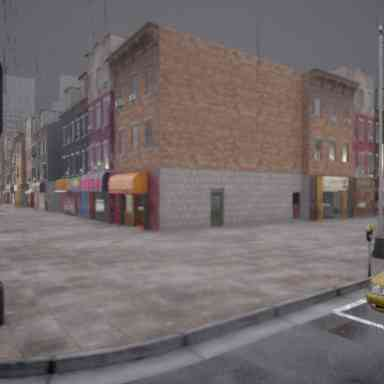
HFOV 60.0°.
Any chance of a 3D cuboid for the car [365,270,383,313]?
[{"bbox_3d":[5.231,1.524,6.542,4.829,1.417,1.752,0,0,-35],"label":"car"}]
